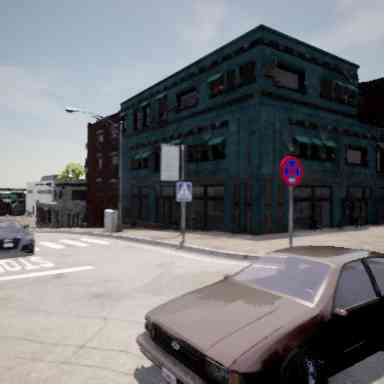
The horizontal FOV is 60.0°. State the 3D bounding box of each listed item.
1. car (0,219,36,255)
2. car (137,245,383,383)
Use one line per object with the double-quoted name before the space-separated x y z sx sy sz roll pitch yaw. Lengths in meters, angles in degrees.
"car" -7.793 1.813 13.587 1.994 1.385 4.181 1 -3 -37
"car" 1.934 1.577 5.044 5.357 1.411 2.033 1 0 -35
